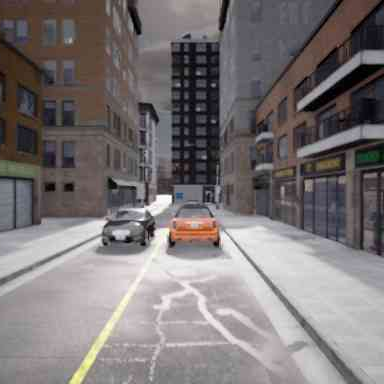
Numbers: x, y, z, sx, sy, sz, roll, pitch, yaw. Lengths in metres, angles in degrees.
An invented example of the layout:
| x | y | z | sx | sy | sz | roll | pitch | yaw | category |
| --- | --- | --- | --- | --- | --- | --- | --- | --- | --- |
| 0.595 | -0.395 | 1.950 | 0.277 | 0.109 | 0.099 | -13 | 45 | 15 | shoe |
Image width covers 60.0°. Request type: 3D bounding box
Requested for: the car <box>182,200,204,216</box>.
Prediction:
| x | y | z | sx | sy | sz | roll | pitch | yaw | category |
| --- | --- | --- | --- | --- | --- | --- | --- | --- | --- |
| 0.086 | 1.557 | 34.118 | 2.033 | 1.411 | 5.357 | 0 | 0 | 0 | car |

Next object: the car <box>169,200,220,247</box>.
| x | y | z | sx | sy | sz | roll | pitch | yaw | category |
| --- | --- | --- | --- | --- | --- | --- | --- | --- | --- |
| 0.095 | 1.355 | 15.273 | 2.097 | 1.767 | 4.553 | 0 | 0 | 0 | car |

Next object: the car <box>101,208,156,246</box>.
| x | y | z | sx | sy | sz | roll | pitch | yaw | category |
| --- | --- | --- | --- | --- | --- | --- | --- | --- | --- |
| -2.758 | 1.498 | 15.293 | 2.128 | 1.511 | 4.902 | 0 | 0 | 0 | car |
